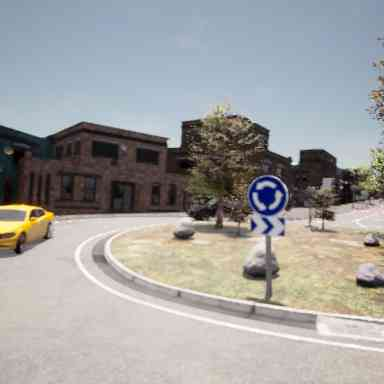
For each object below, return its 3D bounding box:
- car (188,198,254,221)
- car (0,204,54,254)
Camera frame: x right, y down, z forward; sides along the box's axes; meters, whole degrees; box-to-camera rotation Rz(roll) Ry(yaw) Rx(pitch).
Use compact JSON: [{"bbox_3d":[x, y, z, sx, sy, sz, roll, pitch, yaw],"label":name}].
[{"bbox_3d":[2.478,1.430,27.651,5.566,2.045,2.150,3,-1,-15],"label":"car"},{"bbox_3d":[-6.922,1.273,12.947,1.882,1.535,5.008,3,1,-7],"label":"car"}]
